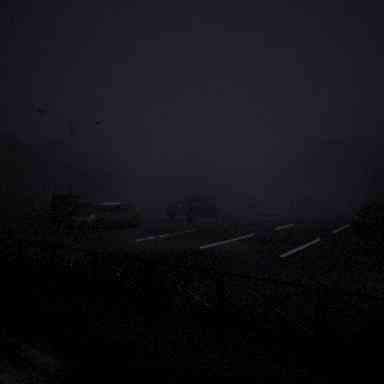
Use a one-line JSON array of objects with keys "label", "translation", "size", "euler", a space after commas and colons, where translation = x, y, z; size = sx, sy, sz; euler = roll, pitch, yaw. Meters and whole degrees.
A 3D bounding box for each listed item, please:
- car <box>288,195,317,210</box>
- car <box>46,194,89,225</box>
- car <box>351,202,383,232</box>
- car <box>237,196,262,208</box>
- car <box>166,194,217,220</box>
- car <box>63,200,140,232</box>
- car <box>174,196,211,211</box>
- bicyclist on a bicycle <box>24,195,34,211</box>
[{"label": "car", "translation": [12.655, 1.152, 37.914], "size": [2.152, 1.636, 5.027], "euler": [0, 0, 35]}, {"label": "car", "translation": [-7.140, 1.075, 20.970], "size": [1.905, 1.878, 3.866], "euler": [0, 0, 35]}, {"label": "car", "translation": [9.852, 1.296, 17.755], "size": [2.007, 1.523, 4.514], "euler": [0, 0, 35]}, {"label": "car", "translation": [7.222, 1.231, 41.345], "size": [1.970, 1.475, 3.806], "euler": [0, 0, 35]}, {"label": "car", "translation": [0.078, 1.096, 25.510], "size": [1.932, 1.855, 4.605], "euler": [0, 0, 35]}, {"label": "car", "translation": [-4.774, 1.359, 18.556], "size": [1.970, 1.475, 3.806], "euler": [0, 0, 35]}, {"label": "car", "translation": [0.168, 1.296, 37.692], "size": [2.007, 1.523, 4.514], "euler": [0, 0, 35]}, {"label": "bicyclist on a bicycle", "translation": [-16.648, 1.107, 33.917], "size": [1.656, 1.620, 0.582], "euler": [0, 0, 35]}]
